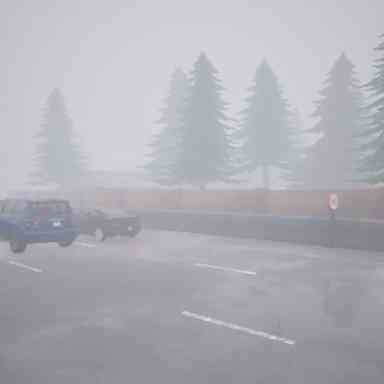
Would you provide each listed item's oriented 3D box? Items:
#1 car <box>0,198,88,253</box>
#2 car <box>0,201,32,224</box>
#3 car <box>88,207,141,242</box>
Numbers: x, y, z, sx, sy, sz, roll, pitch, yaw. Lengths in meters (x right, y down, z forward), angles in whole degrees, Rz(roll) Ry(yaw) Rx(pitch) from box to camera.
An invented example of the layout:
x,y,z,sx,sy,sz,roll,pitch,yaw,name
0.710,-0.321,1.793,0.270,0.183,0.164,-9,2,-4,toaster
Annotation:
x,y,z,sx,sy,sz,roll,pitch,yaw,name
-6.965,1.258,13.936,5.566,2.045,2.150,0,0,41,car
-14.452,1.496,25.878,2.128,1.511,4.902,0,0,-44,car
-4.652,1.485,16.563,5.008,1.535,1.882,0,0,41,car
